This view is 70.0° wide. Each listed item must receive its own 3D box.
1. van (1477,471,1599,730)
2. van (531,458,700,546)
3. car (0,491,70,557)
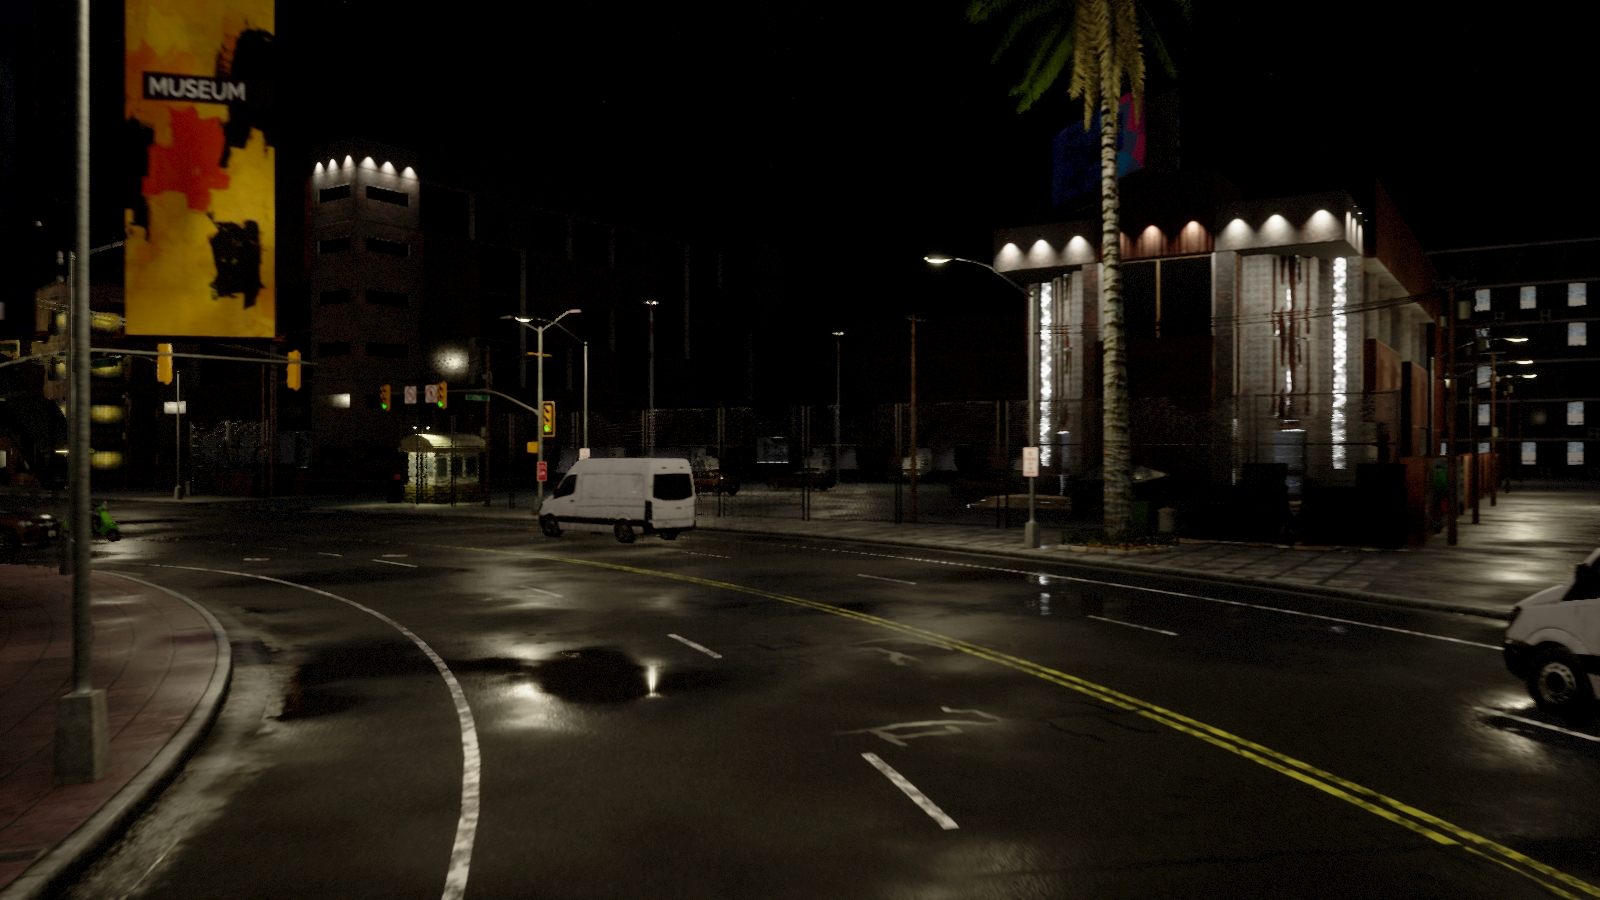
[{"bbox_3d":[9.283,1.531,10.316,1.988,2.561,5.915,0,0,-11],"label":"van"},{"bbox_3d":[-5.897,1.536,36.010,5.915,2.561,1.988,0,0,42],"label":"van"},{"bbox_3d":[-23.019,1.999,30.961,5.027,1.651,2.152,0,0,-10],"label":"car"}]
